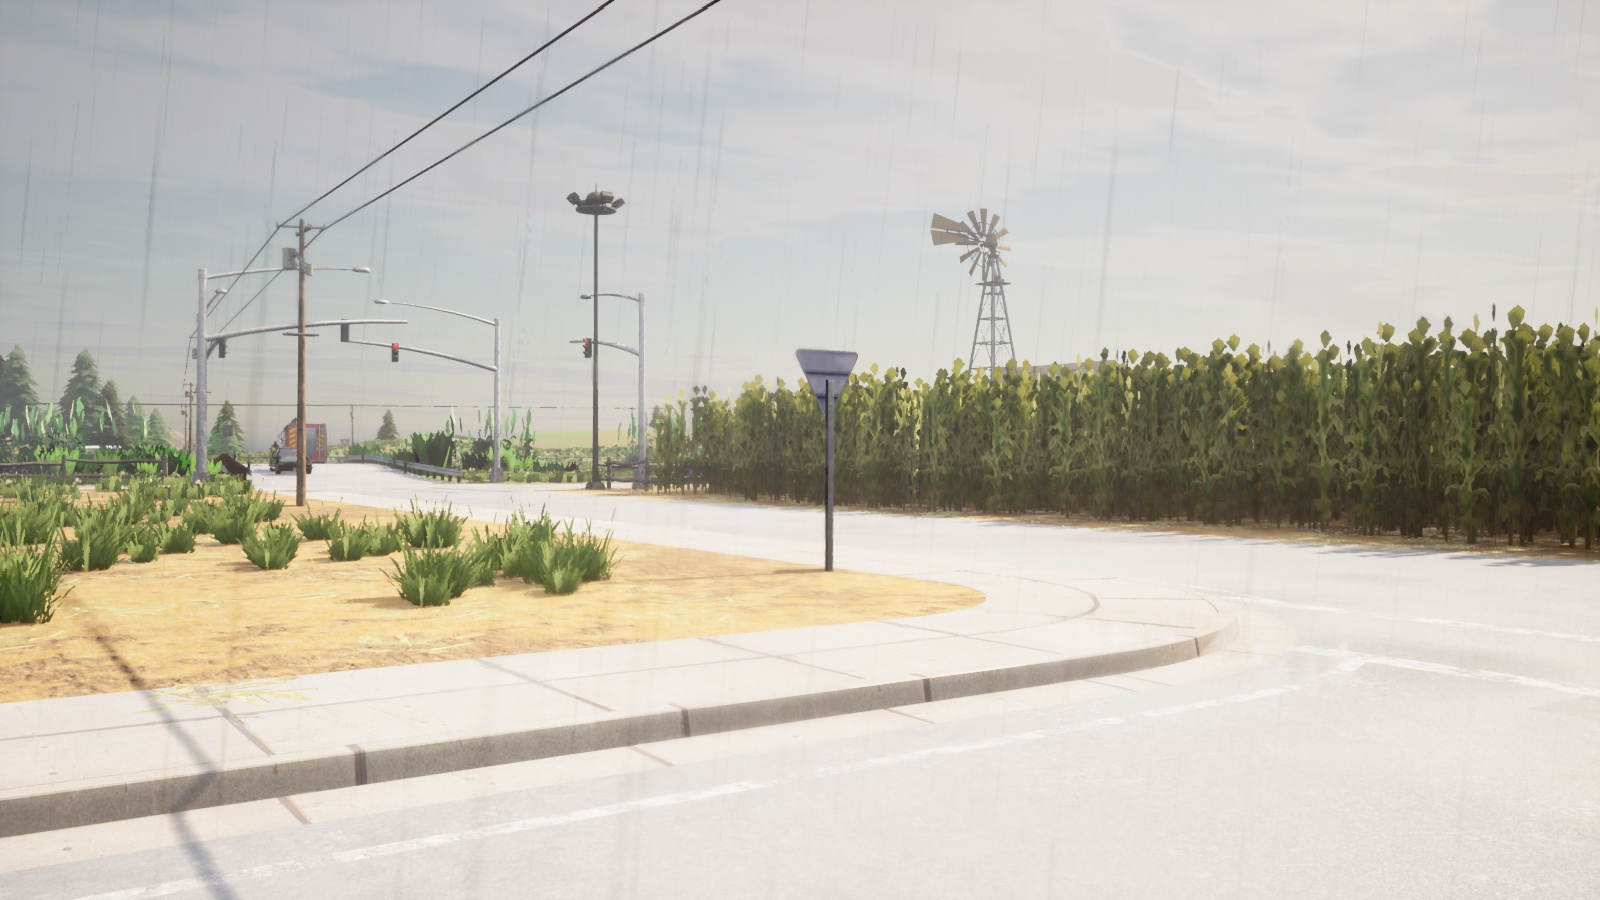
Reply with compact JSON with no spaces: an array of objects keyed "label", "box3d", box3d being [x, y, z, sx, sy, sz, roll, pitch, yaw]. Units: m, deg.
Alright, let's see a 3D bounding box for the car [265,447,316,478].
[{"label":"car","box3d":[-28.228,0.655,69.513,2.033,1.411,5.357,0,3,-28]}]
